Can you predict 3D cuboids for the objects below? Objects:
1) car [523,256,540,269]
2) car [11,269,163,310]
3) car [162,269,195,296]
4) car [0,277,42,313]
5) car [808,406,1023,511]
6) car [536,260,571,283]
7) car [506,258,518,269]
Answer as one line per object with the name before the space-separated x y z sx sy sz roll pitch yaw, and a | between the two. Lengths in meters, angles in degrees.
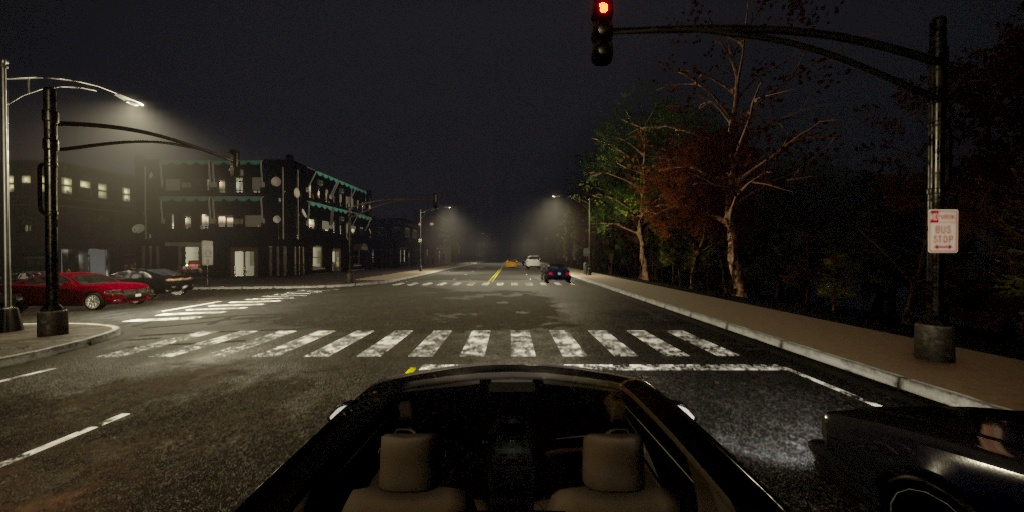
car | 3.246 0.951 55.308 2.150 2.045 5.566 0 0 0
car | -18.448 1.431 15.264 5.008 1.535 1.882 -1 1 -1
car | -19.209 1.422 18.416 4.902 1.511 2.128 -1 1 0
car | -19.968 1.564 12.541 4.313 1.339 1.948 0 0 0
car | 3.353 1.298 0.426 2.033 1.411 5.357 0 0 0
car | 3.301 1.290 27.638 2.033 1.411 5.357 0 0 0
car | -0.009 1.206 57.949 1.882 1.535 5.008 0 0 0
